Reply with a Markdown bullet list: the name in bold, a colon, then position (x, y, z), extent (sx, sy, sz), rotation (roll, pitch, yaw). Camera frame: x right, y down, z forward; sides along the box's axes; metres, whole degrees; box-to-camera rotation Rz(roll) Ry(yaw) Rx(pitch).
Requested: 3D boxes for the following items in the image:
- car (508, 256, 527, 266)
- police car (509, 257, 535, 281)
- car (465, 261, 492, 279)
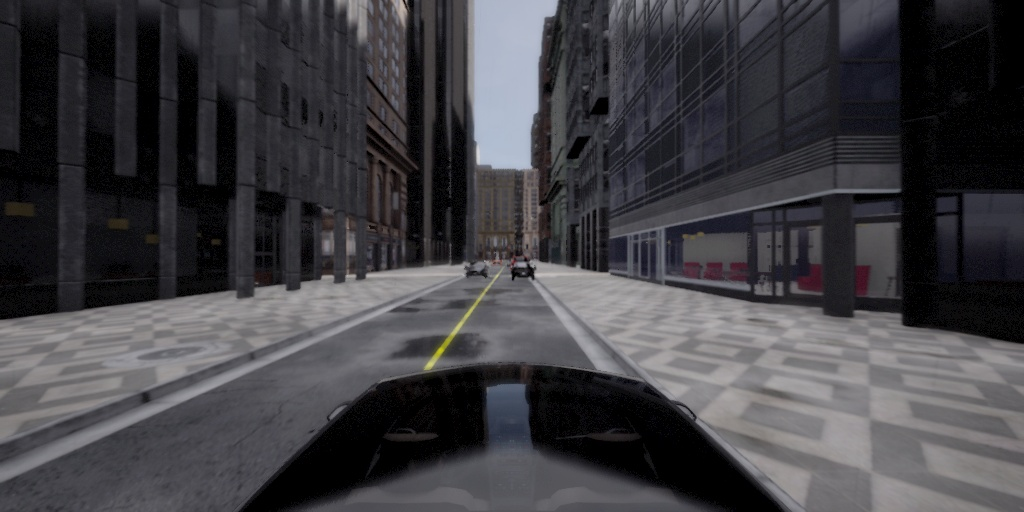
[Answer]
- **car**: position (0.906, 0.970, 40.473), extent (2.150, 2.045, 5.566), rotation (0, 0, 0)
- **police car**: position (0.904, 1.167, 30.551), extent (1.930, 1.638, 5.238), rotation (0, 0, 0)
- **car**: position (-3.089, 1.247, 32.706), extent (1.837, 1.490, 4.892), rotation (0, 0, 0)
